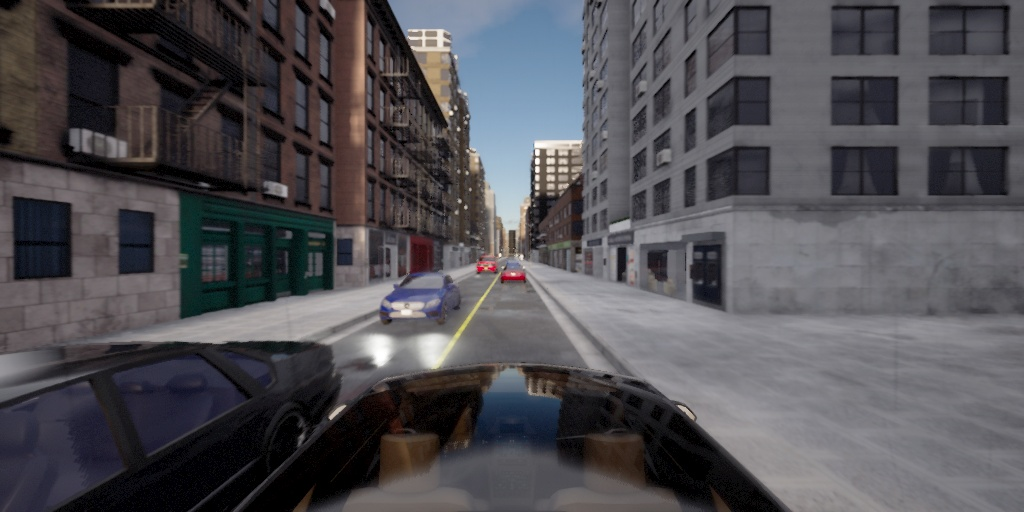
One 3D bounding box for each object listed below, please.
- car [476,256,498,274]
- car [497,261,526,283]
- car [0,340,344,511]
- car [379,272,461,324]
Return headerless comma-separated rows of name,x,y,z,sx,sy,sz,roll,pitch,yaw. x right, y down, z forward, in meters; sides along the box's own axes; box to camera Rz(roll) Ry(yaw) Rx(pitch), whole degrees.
car,-2.745,0.977,40.658,2.150,2.045,5.566,0,0,0
car,0.107,1.315,28.466,1.994,1.385,4.181,0,0,0
car,-2.849,1.298,1.818,2.033,1.411,5.357,0,0,0
car,-2.842,1.275,12.063,1.812,1.442,4.674,0,0,0
